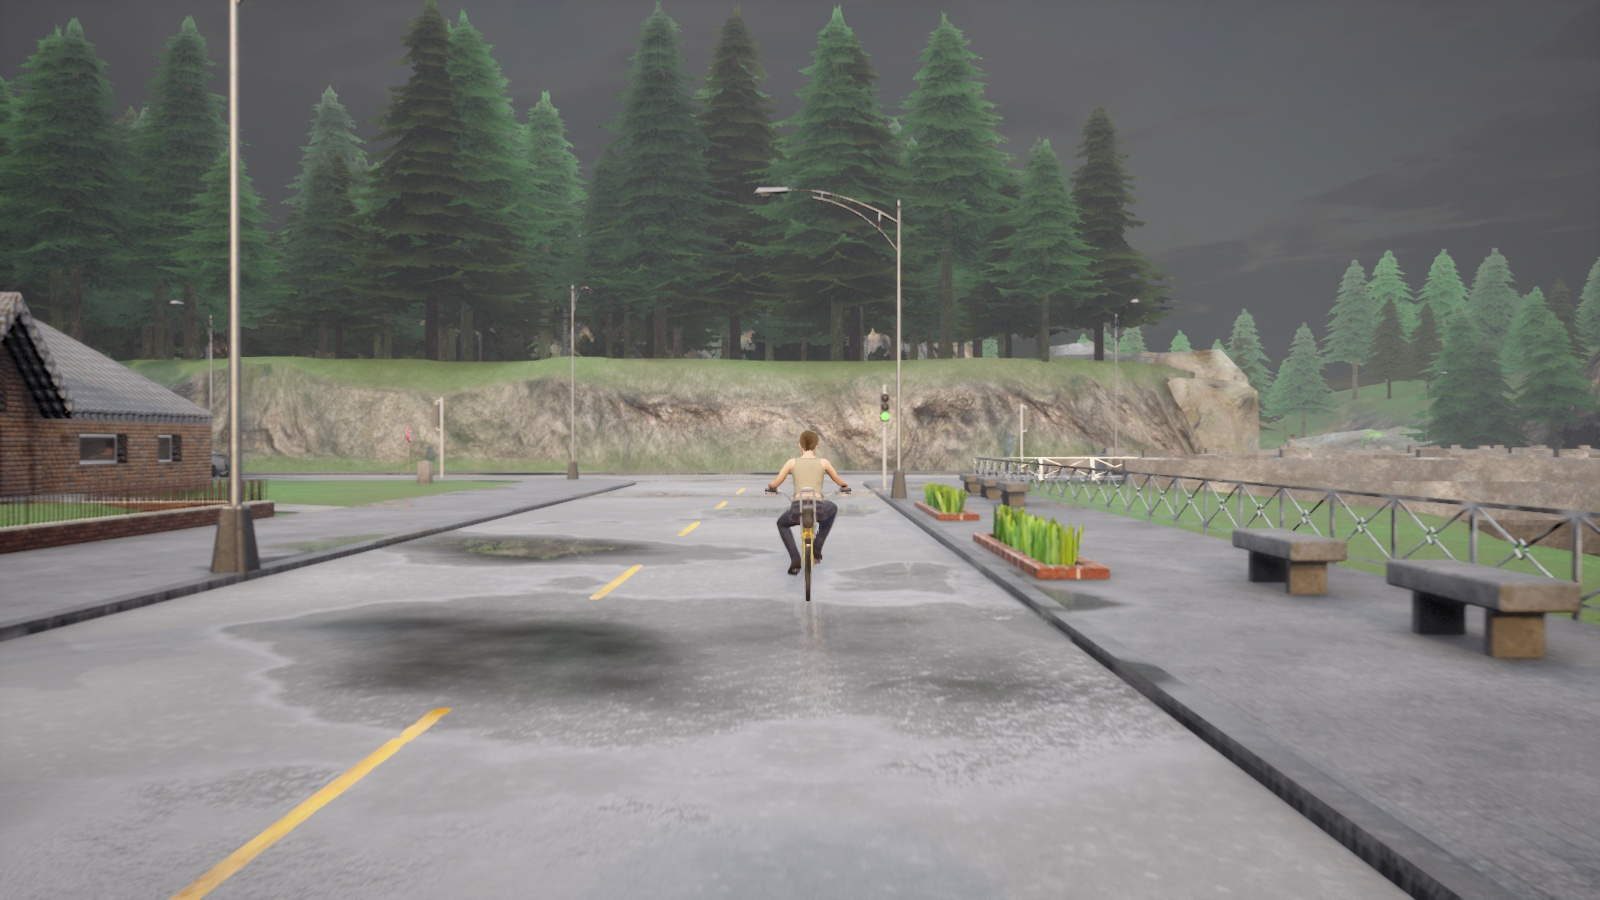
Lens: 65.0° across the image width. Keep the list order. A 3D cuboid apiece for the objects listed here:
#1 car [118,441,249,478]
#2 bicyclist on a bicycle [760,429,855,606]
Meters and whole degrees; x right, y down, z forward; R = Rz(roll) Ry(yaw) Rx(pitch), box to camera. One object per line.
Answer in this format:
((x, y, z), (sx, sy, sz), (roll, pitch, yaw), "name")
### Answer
((-25.808, 0.375, 52.703), (4.514, 1.525, 2.007), (0, 0, 0), "car")
((0.080, 0.614, 12.227), (0.866, 1.612, 1.509), (0, 0, 1), "bicyclist on a bicycle")
